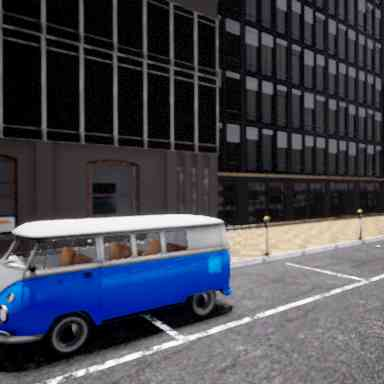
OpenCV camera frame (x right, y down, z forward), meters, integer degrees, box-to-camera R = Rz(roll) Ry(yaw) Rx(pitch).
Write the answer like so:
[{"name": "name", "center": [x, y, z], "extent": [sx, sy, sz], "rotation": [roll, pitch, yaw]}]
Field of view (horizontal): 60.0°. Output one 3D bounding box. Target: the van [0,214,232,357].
[{"name": "van", "center": [-1.155, 1.327, 5.737], "extent": [3.998, 1.788, 1.690], "rotation": [0, 0, -36]}]
